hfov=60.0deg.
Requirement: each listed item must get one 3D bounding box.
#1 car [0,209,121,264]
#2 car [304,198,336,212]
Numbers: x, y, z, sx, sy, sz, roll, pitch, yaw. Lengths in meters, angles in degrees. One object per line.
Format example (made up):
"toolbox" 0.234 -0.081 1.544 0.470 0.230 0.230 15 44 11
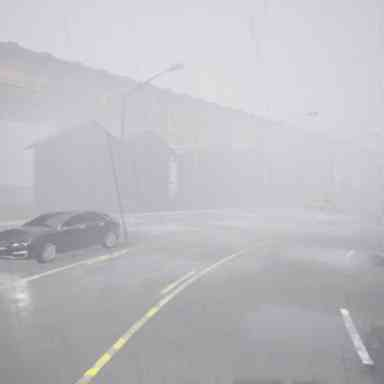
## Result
"car" -4.432 1.378 11.544 1.837 1.490 4.892 0 0 25
"car" 14.634 1.420 37.924 5.008 1.535 1.882 0 0 -43
